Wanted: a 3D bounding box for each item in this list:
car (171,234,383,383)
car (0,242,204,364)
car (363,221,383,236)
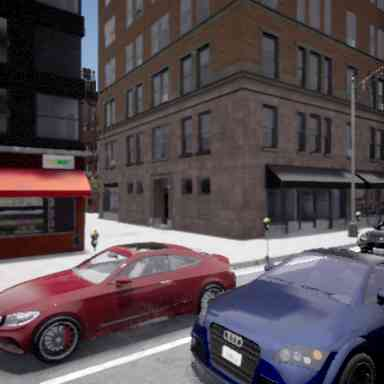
[{"bbox_3d":[2.045,1.561,4.717,4.181,1.385,1.994,0,0,-36],"label":"car"},{"bbox_3d":[-1.057,1.582,5.781,4.206,1.307,1.802,0,0,-36],"label":"car"},{"bbox_3d":[7.896,1.557,12.176,4.313,1.339,1.947,0,0,-36],"label":"car"}]
